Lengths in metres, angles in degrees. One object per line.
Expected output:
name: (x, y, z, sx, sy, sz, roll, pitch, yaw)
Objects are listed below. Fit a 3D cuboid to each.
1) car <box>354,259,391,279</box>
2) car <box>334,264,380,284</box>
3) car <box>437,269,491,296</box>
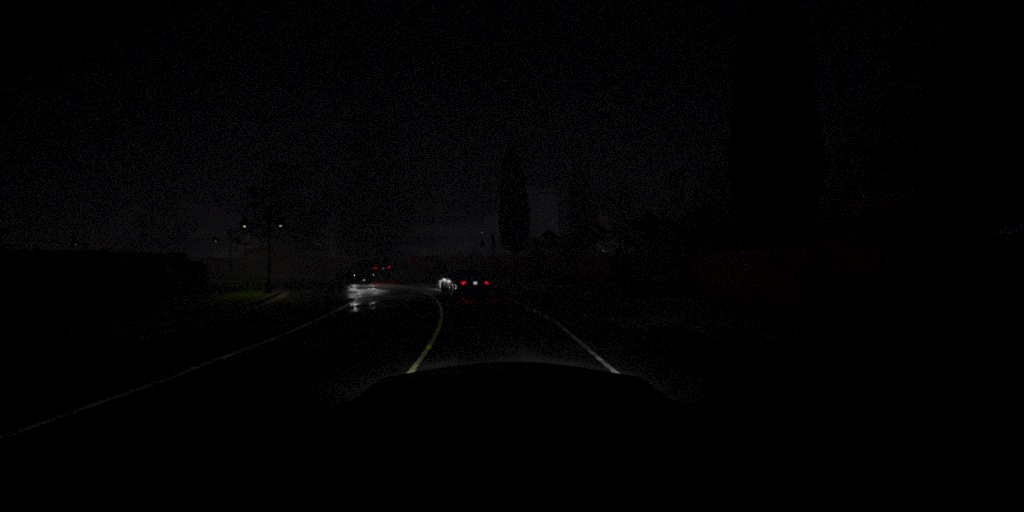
car: (-14.466, 1.319, 36.225, 5.566, 2.045, 2.150, -1, -1, 39)
car: (-13.030, 1.593, 29.652, 1.895, 1.301, 4.718, 1, -1, -43)
car: (-2.816, 1.417, 20.207, 2.033, 1.411, 5.357, 0, -1, -23)
